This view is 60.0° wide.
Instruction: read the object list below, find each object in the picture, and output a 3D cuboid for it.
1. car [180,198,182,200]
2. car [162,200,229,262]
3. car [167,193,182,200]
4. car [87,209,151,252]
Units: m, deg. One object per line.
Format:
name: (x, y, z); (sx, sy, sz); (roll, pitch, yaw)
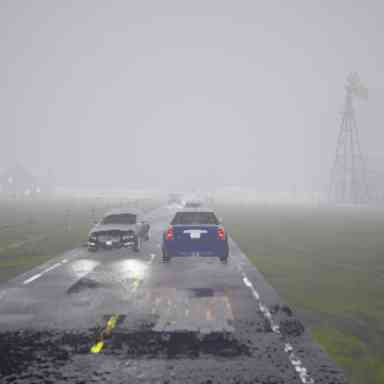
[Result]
car: (0.108, 1.482, 30.044); (1.837, 1.490, 4.892); (0, 0, 0)
car: (0.102, 1.341, 12.214); (2.097, 1.767, 4.553); (0, 0, 0)
car: (-2.802, 1.190, 54.026); (2.150, 2.045, 5.566); (0, 0, 0)
car: (-2.845, 1.493, 13.808); (1.837, 1.490, 4.892); (0, 0, 0)
